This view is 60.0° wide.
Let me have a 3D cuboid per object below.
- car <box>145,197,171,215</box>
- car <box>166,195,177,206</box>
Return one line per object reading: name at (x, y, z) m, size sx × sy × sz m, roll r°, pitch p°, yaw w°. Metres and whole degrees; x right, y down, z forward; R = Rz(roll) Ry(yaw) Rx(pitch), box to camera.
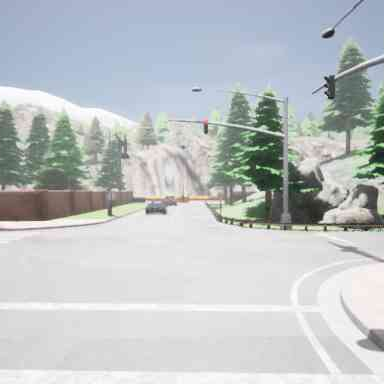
car at (-3.602, 1.549, 34.288) m, size 1.994 × 1.385 × 4.181 m, roll 0°, pitch 0°, yaw 0°
car at (-3.533, 1.329, 53.554) m, size 2.097 × 1.767 × 4.553 m, roll 0°, pitch 0°, yaw 0°
